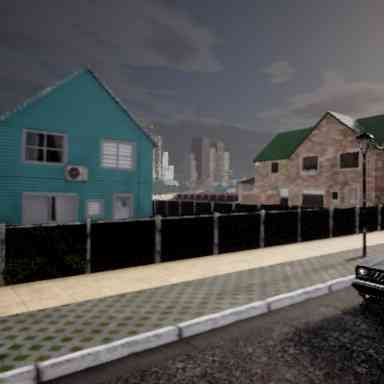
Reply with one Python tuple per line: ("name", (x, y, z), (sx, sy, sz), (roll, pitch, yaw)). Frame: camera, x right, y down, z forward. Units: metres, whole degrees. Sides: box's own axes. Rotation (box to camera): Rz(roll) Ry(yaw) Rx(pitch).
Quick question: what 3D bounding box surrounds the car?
("car", (5.339, 1.572, 6.875), (4.718, 1.301, 1.895), (0, 0, -35))
